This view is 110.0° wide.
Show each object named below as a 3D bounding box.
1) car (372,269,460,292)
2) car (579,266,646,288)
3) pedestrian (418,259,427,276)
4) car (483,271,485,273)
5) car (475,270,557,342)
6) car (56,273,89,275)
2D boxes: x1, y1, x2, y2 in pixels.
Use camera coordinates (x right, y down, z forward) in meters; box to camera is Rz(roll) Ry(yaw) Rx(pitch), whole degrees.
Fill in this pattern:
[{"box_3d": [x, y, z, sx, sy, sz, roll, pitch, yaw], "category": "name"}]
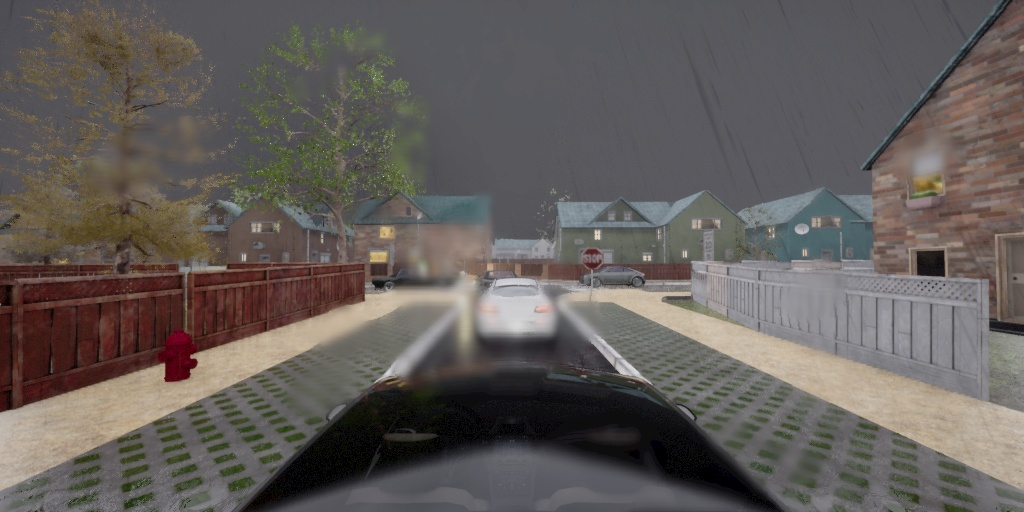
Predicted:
[{"box_3d": [-5.469, 1.416, 20.867, 4.718, 1.301, 1.895, -1, -1, 1], "category": "car"}, {"box_3d": [6.553, 1.344, 23.650, 4.181, 1.385, 1.994, 0, -1, 1], "category": "car"}, {"box_3d": [-6.684, 1.118, 26.753, 0.375, 1.860, 0.375, 0, -1, 1], "category": "pedestrian"}, {"box_3d": [-0.746, 1.366, 18.479, 1.895, 1.301, 4.718, 0, -1, -12], "category": "car"}, {"box_3d": [0.108, 1.279, 9.660, 1.812, 1.442, 4.674, 0, 0, 0], "category": "car"}, {"box_3d": [-25.594, 1.632, 21.150, 4.718, 1.301, 1.895, -1, -1, 1], "category": "car"}]
